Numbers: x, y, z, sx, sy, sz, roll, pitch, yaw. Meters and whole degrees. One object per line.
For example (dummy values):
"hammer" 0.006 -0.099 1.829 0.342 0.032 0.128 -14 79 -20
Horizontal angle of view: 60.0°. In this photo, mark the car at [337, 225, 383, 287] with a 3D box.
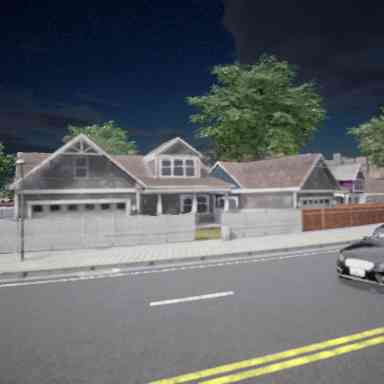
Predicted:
"car" 6.081 1.627 9.035 4.902 1.511 2.128 0 -2 -28
